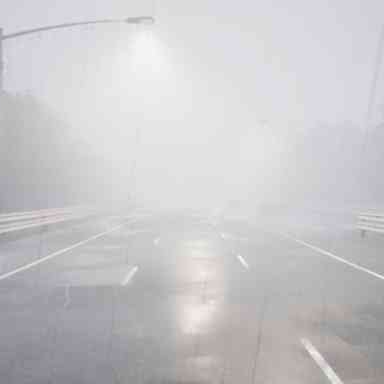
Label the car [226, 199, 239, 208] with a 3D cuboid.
[{"bbox_3d":[6.942,1.919,57.492,1.882,1.535,5.008,0,0,0],"label":"car"}]

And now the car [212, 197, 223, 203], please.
[{"bbox_3d":[7.051,2.206,86.806,1.812,1.442,4.674,0,-1,0],"label":"car"}]

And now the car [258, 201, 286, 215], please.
[{"bbox_3d":[9.190,1.813,38.588,1.837,1.490,4.892,-1,0,-10],"label":"car"}]
